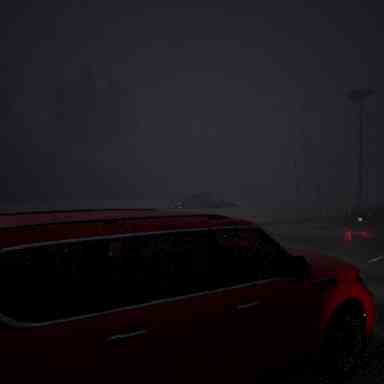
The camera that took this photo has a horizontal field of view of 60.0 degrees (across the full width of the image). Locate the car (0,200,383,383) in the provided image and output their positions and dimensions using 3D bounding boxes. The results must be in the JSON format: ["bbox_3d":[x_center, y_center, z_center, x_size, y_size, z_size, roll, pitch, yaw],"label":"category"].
[{"bbox_3d":[-0.210,1.212,3.710,5.566,2.045,2.150,-1,0,-36],"label":"car"}]

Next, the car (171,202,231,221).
[{"bbox_3d":[0.813,1.504,26.962,4.718,1.301,1.895,-1,0,-39],"label":"car"}]

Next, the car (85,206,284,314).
[{"bbox_3d":[-0.030,1.325,8.257,4.553,1.767,2.097,-1,0,-37],"label":"car"}]

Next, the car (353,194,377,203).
[{"bbox_3d":[31.621,1.092,60.771,4.902,1.511,2.128,-1,0,-39],"label":"car"}]

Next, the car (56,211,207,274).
[{"bbox_3d":[-1.889,1.501,11.223,4.674,1.442,1.812,-1,0,-37],"label":"car"}]
